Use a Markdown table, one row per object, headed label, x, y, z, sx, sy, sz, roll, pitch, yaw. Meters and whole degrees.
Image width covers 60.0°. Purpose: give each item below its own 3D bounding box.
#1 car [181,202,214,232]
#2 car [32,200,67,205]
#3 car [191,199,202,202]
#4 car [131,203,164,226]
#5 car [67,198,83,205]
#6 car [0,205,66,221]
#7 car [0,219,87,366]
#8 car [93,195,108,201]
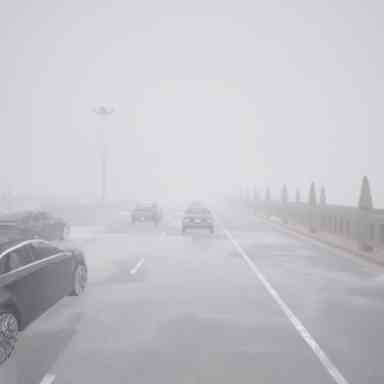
| label | x | y | z | sx | sy | sz | roll | pitch | yaw |
| --- | --- | --- | --- | --- | --- | --- | --- | --- | --- |
| car | 0.324 | 1.571 | 20.058 | 2.033 | 1.411 | 5.357 | 0 | 0 | 1 |
| car | -13.718 | 1.529 | 31.077 | 1.812 | 1.442 | 4.674 | 0 | 0 | 1 |
| car | 0.581 | 1.607 | 41.463 | 1.812 | 1.442 | 4.674 | 0 | 0 | 1 |
| car | -3.131 | 1.510 | 23.841 | 2.128 | 1.511 | 4.902 | 0 | 0 | 1 |
| car | -20.334 | 1.717 | 57.004 | 1.895 | 1.301 | 4.718 | 0 | 0 | 1 |
| car | -6.745 | 1.495 | 13.853 | 1.837 | 1.490 | 4.892 | 0 | 0 | 1 |
| car | -3.319 | 1.485 | 5.697 | 2.128 | 1.511 | 4.902 | 0 | 0 | 0 |
| car | -16.784 | 1.194 | 60.993 | 1.882 | 1.535 | 5.008 | 0 | 0 | 1 |
